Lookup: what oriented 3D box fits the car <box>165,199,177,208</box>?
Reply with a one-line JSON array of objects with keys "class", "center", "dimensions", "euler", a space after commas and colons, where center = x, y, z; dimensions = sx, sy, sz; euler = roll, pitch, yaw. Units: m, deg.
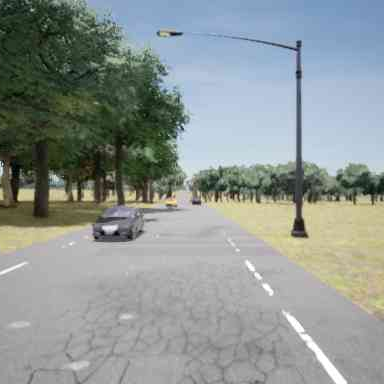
[{"class": "car", "center": [-3.539, 1.866, 57.300], "dimensions": [1.882, 1.535, 5.008], "euler": [0, -1, 1]}]

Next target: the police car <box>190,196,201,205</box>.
[{"class": "police car", "center": [1.063, 2.038, 72.338], "dimensions": [1.930, 1.638, 5.238], "euler": [0, -1, 0]}]

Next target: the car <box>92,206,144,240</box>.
[{"class": "car", "center": [-3.596, 1.499, 16.940], "dimensions": [2.128, 1.511, 4.902], "euler": [0, 0, 0]}]
